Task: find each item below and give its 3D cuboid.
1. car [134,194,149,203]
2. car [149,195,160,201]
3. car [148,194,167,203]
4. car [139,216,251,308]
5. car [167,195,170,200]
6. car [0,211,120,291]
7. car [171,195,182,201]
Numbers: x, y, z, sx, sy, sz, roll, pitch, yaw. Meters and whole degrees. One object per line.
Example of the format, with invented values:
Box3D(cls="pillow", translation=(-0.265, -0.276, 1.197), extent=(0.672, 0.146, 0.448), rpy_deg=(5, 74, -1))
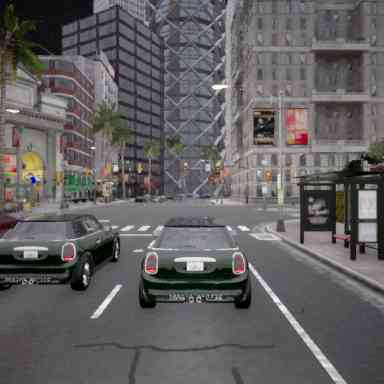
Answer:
Box3D(cls="car", translation=(-10.457, 1.600, 67.292), extent=(1.895, 1.301, 4.718), rpy_deg=(0, 0, 0))
Box3D(cls="car", translation=(-9.911, 1.595, 88.828), extent=(1.895, 1.301, 4.718), rpy_deg=(0, 0, 7))
Box3D(cls="car", translation=(-6.962, 1.495, 67.488), extent=(2.128, 1.511, 4.902), rpy_deg=(0, 0, 0))
Box3D(cls="car", translation=(0.070, 1.352, 8.063), extent=(2.097, 1.767, 4.553), rpy_deg=(0, 0, 0))
Box3D(cls="car", translation=(-6.936, 1.524, 78.562), extent=(1.812, 1.442, 4.674), rpy_deg=(0, 0, 0))
Box3D(cls="car", translation=(-3.422, 1.352, 9.208), extent=(2.097, 1.767, 4.553), rpy_deg=(0, 0, 0))
Box3D(cls="car", translation=(-3.434, 1.540, 81.257), extent=(2.033, 1.411, 5.357), rpy_deg=(0, 0, 0))
